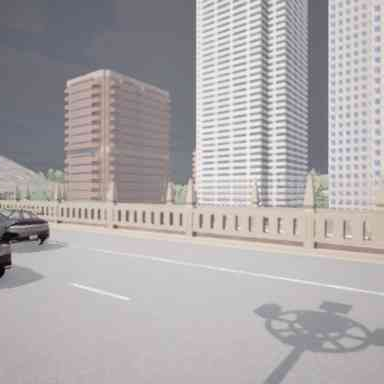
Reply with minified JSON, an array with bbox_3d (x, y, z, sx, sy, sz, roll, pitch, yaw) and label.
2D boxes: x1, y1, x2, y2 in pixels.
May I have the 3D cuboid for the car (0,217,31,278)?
[{"bbox_3d":[-6.634,1.492,8.724,4.902,1.511,2.128,0,0,36],"label":"car"}]

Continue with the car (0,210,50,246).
[{"bbox_3d":[-7.959,1.492,13.969,4.902,1.511,2.128,0,0,35],"label":"car"}]
